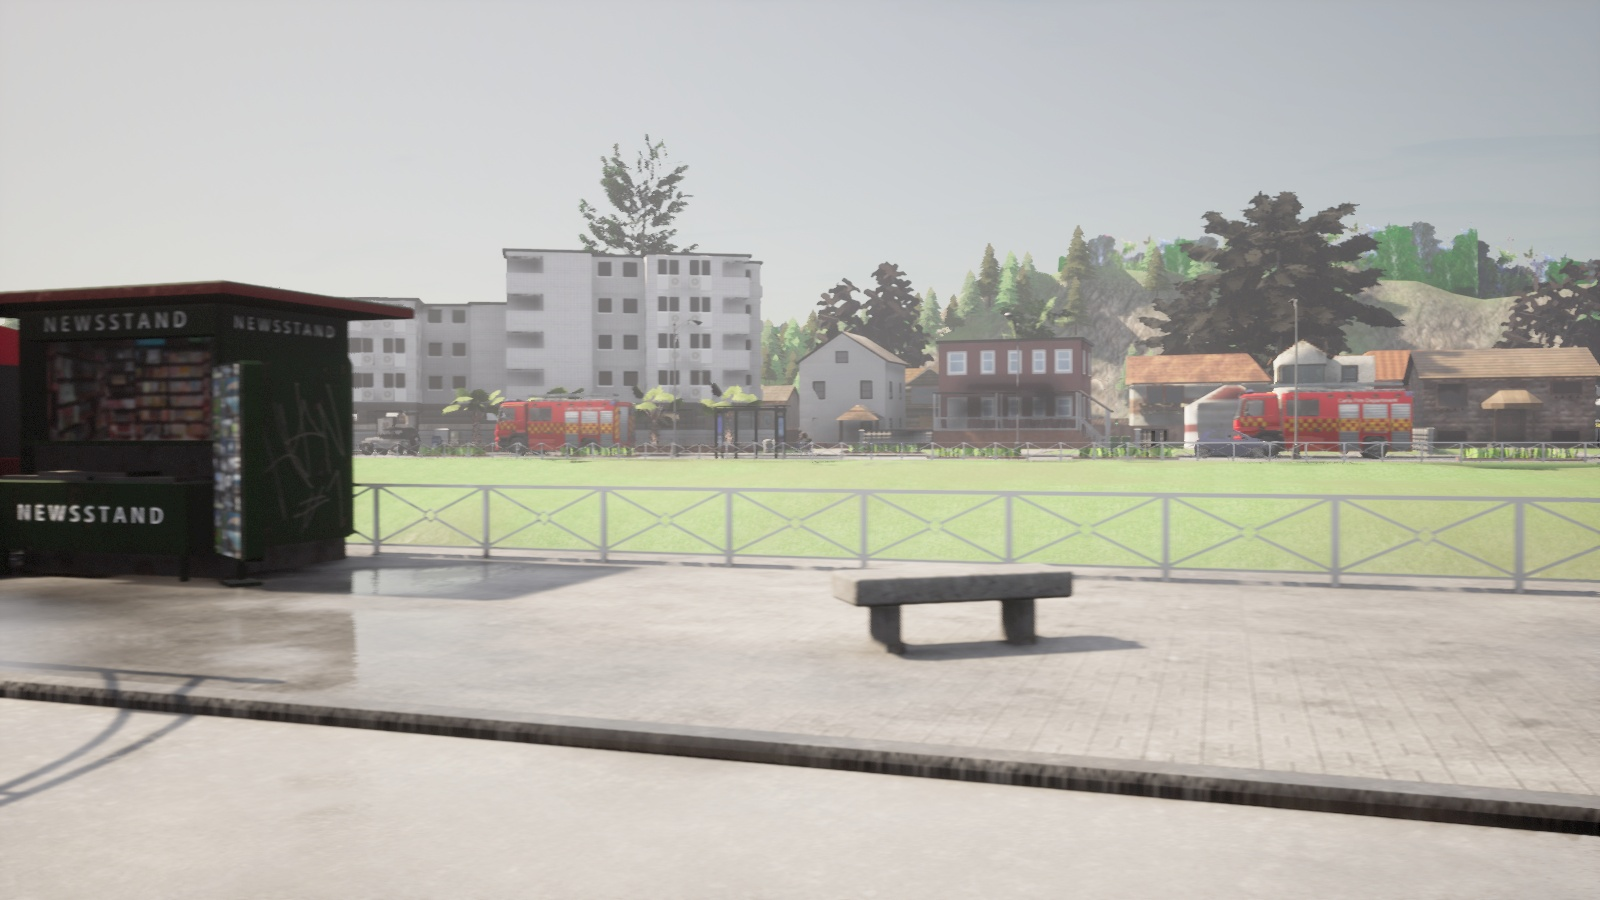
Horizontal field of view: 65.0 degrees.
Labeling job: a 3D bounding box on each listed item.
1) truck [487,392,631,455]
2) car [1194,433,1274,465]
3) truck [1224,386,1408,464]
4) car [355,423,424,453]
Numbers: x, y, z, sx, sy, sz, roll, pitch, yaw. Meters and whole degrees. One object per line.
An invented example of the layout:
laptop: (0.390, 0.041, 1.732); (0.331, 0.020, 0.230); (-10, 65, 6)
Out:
truck: (-14.965, -1.644, 78.057); (8.468, 3.827, 2.891); (1, 1, 19)
car: (21.290, -0.067, 61.648); (3.633, 1.501, 1.845); (1, 1, 19)
truck: (26.179, -1.268, 64.206); (8.468, 3.827, 2.891); (1, 1, 19)
car: (-26.827, -0.793, 82.065); (3.866, 1.878, 1.905); (0, 1, 19)
